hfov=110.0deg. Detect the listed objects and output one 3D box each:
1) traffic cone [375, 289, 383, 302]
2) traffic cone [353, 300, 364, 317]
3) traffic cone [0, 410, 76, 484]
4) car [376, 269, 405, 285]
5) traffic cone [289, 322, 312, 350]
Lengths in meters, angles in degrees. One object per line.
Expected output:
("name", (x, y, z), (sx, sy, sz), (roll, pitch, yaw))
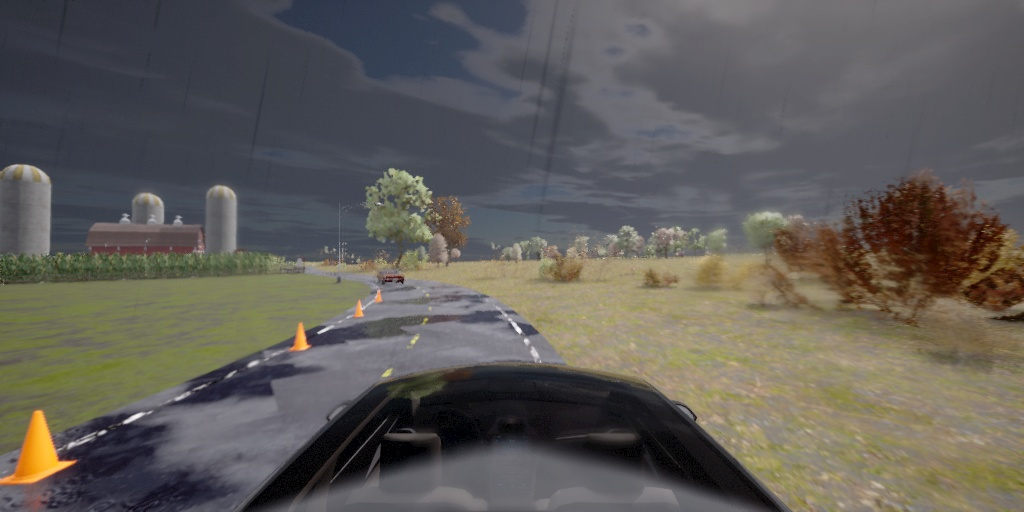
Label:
("traffic cone", (-6.561, 1.938, 17.675), (0.340, 0.580, 0.340), (0, 0, -15))
("traffic cone", (-5.524, 1.873, 12.970), (0.340, 0.580, 0.340), (0, 0, -10))
("traffic cone", (-4.495, 1.762, 3.397), (0.340, 0.580, 0.340), (0, 0, -2))
("car", (-10.712, 1.842, 31.640), (1.895, 1.301, 4.718), (0, -1, -27))
("traffic cone", (-4.834, 1.813, 8.203), (0.340, 0.580, 0.340), (0, 0, -6))
